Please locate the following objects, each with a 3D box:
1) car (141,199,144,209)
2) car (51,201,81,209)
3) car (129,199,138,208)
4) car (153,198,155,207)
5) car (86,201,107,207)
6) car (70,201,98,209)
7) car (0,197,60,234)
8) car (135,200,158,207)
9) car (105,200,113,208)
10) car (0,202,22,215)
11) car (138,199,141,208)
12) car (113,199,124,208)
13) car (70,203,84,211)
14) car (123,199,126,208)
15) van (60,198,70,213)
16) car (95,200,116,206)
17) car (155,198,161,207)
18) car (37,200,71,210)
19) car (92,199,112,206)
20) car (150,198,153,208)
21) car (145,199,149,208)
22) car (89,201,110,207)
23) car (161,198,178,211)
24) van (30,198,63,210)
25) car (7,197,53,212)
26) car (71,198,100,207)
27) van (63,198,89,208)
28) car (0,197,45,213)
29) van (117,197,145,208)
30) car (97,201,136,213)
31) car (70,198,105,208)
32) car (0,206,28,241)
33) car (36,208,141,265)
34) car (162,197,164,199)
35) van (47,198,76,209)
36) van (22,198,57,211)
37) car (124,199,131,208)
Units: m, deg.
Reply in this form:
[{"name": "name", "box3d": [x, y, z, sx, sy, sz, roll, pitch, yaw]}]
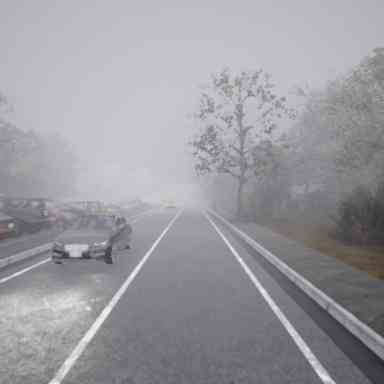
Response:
[{"name": "car", "box3d": [-10.257, 2.144, 50.798, 4.792, 1.488, 2.163, 0, -1, 0]}, {"name": "car", "box3d": [-23.387, 2.349, 61.962, 4.792, 1.488, 2.163, 0, -1, 0]}, {"name": "car", "box3d": [-10.107, 1.965, 42.471, 5.366, 1.575, 1.946, 0, -1, 0]}, {"name": "car", "box3d": [-10.462, 2.377, 64.669, 5.366, 1.575, 1.946, 0, -1, 0]}, {"name": "car", "box3d": [-23.342, 2.849, 81.339, 4.674, 1.452, 2.002, 0, -2, 0]}, {"name": "car", "box3d": [-10.299, 1.674, 25.817, 5.008, 1.535, 2.097, 0, -1, 0]}, {"name": "car", "box3d": [-10.339, 1.276, 17.494, 5.566, 2.045, 2.435, 0, -1, 0]}, {"name": "car", "box3d": [-10.275, 2.665, 75.767, 4.892, 1.521, 2.231, 0, -1, 0]}, {"name": "car", "box3d": [-10.269, 1.647, 31.371, 4.553, 1.767, 2.185, 0, -1, 0]}, {"name": "car", "box3d": [-23.369, 1.920, 39.807, 5.008, 1.535, 2.097, 0, -1, 0]}, {"name": "car", "box3d": [-10.259, 2.095, 48.022, 4.792, 1.488, 2.163, 0, -1, 0]}, {"name": "car", "box3d": [-10.113, 1.818, 34.144, 5.366, 1.575, 1.946, 0, -1, 0]}, {"name": "car", "box3d": [-10.309, 1.666, 23.040, 4.674, 1.452, 2.002, 0, -1, 0]}, {"name": "car", "box3d": [-10.290, 1.871, 36.920, 4.892, 1.521, 2.231, 0, -1, 0]}, {"name": "van", "box3d": [-10.192, 1.351, 20.269, 4.442, 1.987, 1.878, 0, -1, 0]}, {"name": "car", "box3d": [-23.333, 3.025, 89.524, 5.008, 1.535, 2.097, 0, -2, 0]}, {"name": "car", "box3d": [-10.085, 2.588, 72.992, 5.366, 1.575, 1.946, 0, -2, 0]}, {"name": "car", "box3d": [-23.367, 2.212, 56.426, 5.008, 1.535, 2.097, 0, -1, 0]}, {"name": "car", "box3d": [-23.372, 2.826, 86.757, 4.553, 1.767, 2.185, 0, -2, 0]}, {"name": "car", "box3d": [-10.273, 2.320, 61.902, 4.892, 1.521, 2.231, 0, -1, 0]}, {"name": "car", "box3d": [-10.312, 2.242, 56.350, 4.792, 1.488, 2.163, 0, -1, 0]}, {"name": "car", "box3d": [-23.313, 2.912, 84.109, 4.792, 1.488, 2.163, 0, -2, 0]}, {"name": "car", "box3d": [-3.357, 2.153, 53.582, 1.882, 1.535, 5.008, 0, -1, 0]}, {"name": "van", "box3d": [-23.481, 1.938, 53.661, 4.442, 1.987, 1.878, 0, -1, 0]}, {"name": "car", "box3d": [-23.340, 1.815, 48.122, 5.566, 2.045, 2.435, 0, -1, 0]}, {"name": "car", "box3d": [-23.379, 2.339, 73.040, 5.566, 2.045, 2.435, 0, -2, 0]}, {"name": "van", "box3d": [-23.471, 2.218, 67.377, 4.442, 1.987, 1.878, 0, -1, 0]}, {"name": "car", "box3d": [-23.342, 1.766, 45.352, 5.566, 2.045, 2.435, 0, -1, 0]}, {"name": "van", "box3d": [-10.401, 1.938, 53.578, 4.442, 1.987, 1.878, 0, -1, 0]}, {"name": "car", "box3d": [-10.261, 2.046, 45.247, 4.792, 1.488, 2.163, 0, -1, 0]}, {"name": "car", "box3d": [-10.271, 1.598, 28.595, 4.553, 1.767, 2.185, 0, -1, 0]}, {"name": "car", "box3d": [-10.342, 1.538, 14.739, 4.792, 1.488, 2.163, 0, -1, 0]}, {"name": "car", "box3d": [-3.348, 1.548, 12.015, 2.128, 1.511, 4.902, 0, 0, 0]}, {"name": "car", "box3d": [-10.293, 2.559, 81.325, 5.566, 2.045, 2.435, 0, -2, 0]}, {"name": "van", "box3d": [-23.252, 2.039, 59.216, 4.442, 1.987, 1.878, 0, -1, 0]}, {"name": "van", "box3d": [-23.249, 1.889, 50.891, 4.442, 1.987, 1.878, 0, -1, 0]}, {"name": "car", "box3d": [-10.301, 1.920, 39.696, 4.892, 1.521, 2.231, 0, -1, 0]}]
